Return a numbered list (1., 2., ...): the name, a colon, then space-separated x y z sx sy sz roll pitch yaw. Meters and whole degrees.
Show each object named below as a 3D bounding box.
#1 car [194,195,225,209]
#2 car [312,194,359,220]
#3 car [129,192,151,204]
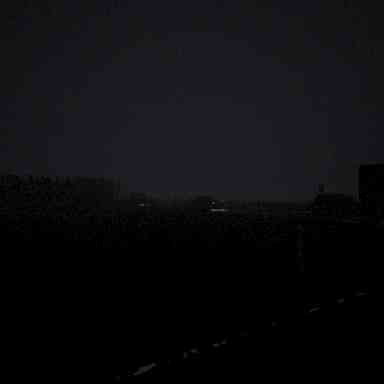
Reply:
1. car: 2.244 1.253 43.427 2.097 1.767 4.553 -1 1 -35
2. car: 12.981 1.181 28.343 2.150 2.045 5.566 -1 0 -36
3. car: -9.442 1.068 59.998 2.150 2.045 5.566 -1 0 -35
